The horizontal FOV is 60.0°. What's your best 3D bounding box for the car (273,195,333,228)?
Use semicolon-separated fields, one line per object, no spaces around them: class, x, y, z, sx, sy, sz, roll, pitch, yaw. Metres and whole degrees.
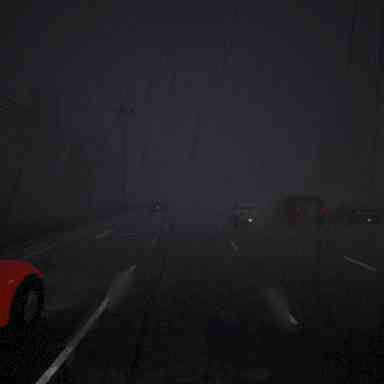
car;7.106;1.206;22.373;2.150;2.045;5.566;0;0;0

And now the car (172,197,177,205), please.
car;-3.486;1.559;56.421;1.895;1.301;4.718;0;0;0

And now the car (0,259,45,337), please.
car;-3.729;1.349;4.048;2.097;1.767;4.553;0;0;3

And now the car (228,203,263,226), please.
car;3.606;1.509;22.836;1.812;1.442;4.674;0;0;0

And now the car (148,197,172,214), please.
car;-3.491;1.538;35.488;1.994;1.385;4.181;0;0;0

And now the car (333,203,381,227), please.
car;10.608;1.476;22.307;2.128;1.511;4.902;0;0;0
